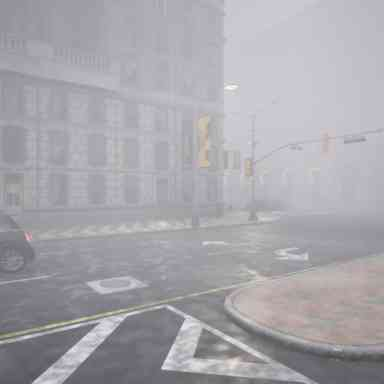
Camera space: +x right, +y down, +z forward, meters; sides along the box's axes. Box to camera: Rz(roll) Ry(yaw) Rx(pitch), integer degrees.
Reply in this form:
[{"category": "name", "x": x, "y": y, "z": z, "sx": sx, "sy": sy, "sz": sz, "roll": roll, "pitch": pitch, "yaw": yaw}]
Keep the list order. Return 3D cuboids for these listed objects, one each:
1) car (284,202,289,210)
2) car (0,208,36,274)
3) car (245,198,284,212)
[{"category": "car", "x": 10.149, "y": 1.491, "z": 42.510, "sx": 2.128, "sy": 1.511, "sz": 4.902, "roll": 0, "pitch": 0, "yaw": -36}, {"category": "car", "x": -6.802, "y": 1.353, "z": 8.973, "sx": 4.553, "sy": 1.767, "sz": 2.097, "roll": 0, "pitch": 0, "yaw": -35}, {"category": "car", "x": 8.255, "y": 1.564, "z": 39.142, "sx": 1.994, "sy": 1.385, "sz": 4.181, "roll": 0, "pitch": 0, "yaw": -36}]
